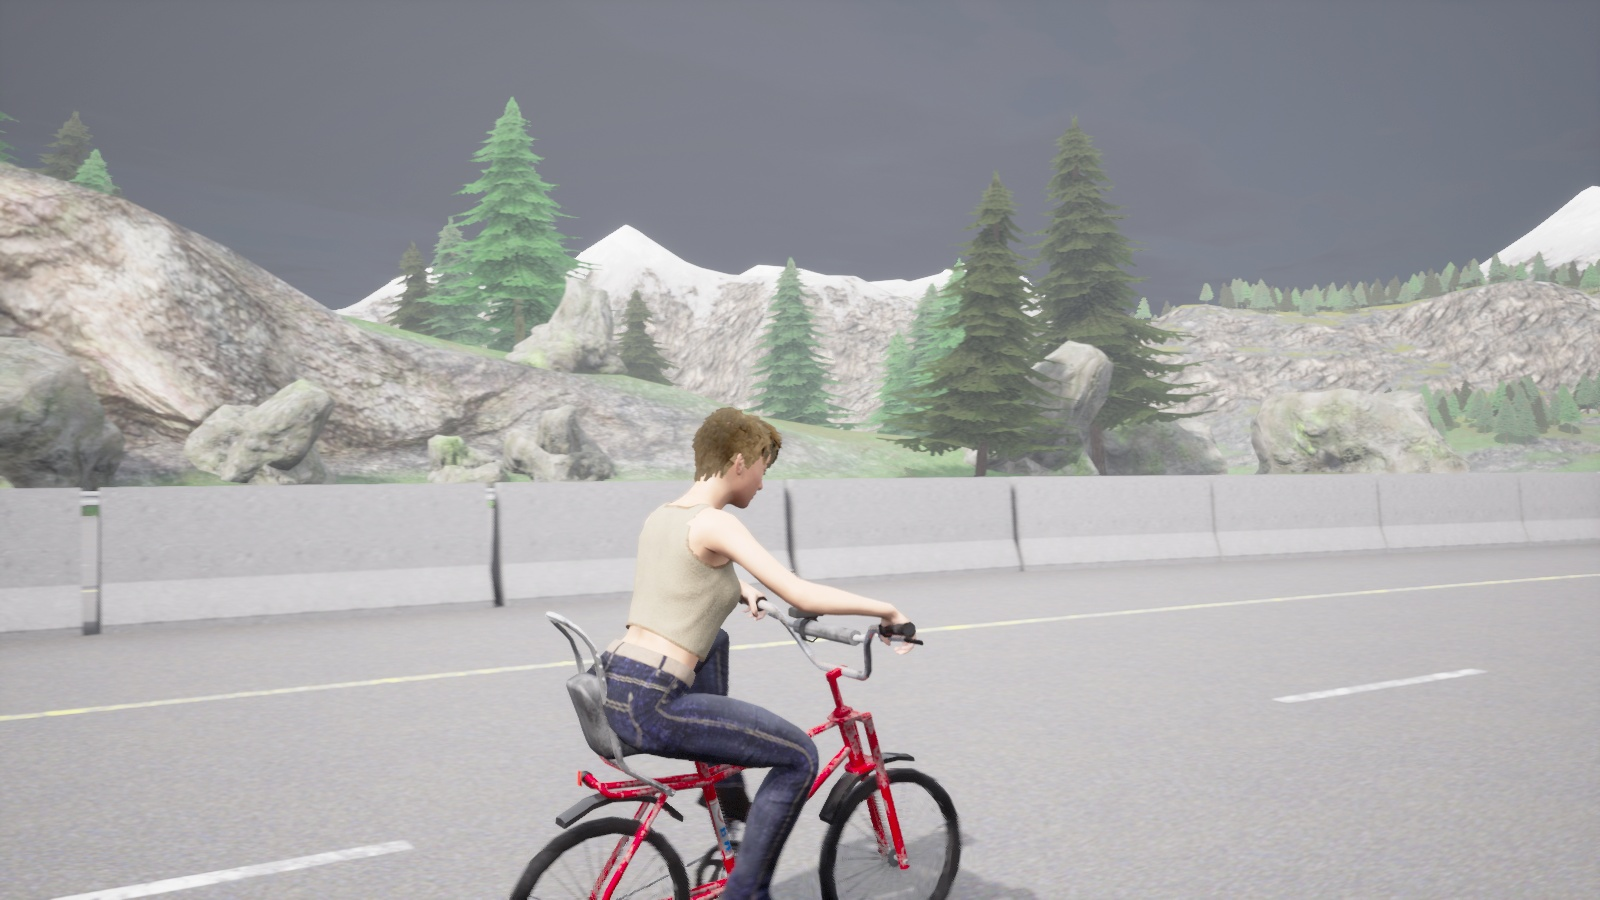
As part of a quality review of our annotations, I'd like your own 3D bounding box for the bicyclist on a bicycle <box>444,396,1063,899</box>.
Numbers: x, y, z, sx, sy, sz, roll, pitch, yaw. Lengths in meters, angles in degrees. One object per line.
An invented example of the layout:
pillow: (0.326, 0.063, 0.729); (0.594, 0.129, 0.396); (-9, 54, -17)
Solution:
bicyclist on a bicycle: (-0.118, 0.689, 3.534); (1.509, 1.612, 0.866); (0, 0, -33)
